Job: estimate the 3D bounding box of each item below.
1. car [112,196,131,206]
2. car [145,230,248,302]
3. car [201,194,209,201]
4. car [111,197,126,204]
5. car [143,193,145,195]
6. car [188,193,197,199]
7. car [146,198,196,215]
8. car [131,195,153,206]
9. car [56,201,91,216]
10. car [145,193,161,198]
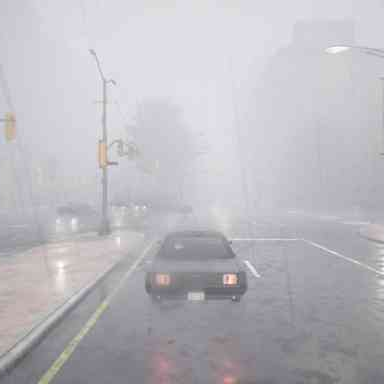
[{"bbox_3d":[-11.552,1.504,53.627,1.837,1.490,4.892,0,0,0],"label":"car"},{"bbox_3d":[0.080,1.601,8.233,1.895,1.301,4.718,0,0,0],"label":"car"},{"bbox_3d":[3.561,1.519,86.915,2.128,1.511,4.902,0,0,0],"label":"car"},{"bbox_3d":[-14.702,1.595,66.897,1.895,1.301,4.718,0,0,0],"label":"car"},{"bbox_3d":[-11.452,1.524,68.557,1.812,1.442,4.674,0,0,0],"label":"car"},{"bbox_3d":[0.061,1.218,86.531,2.150,2.045,5.566,0,0,0],"label":"car"},{"bbox_3d":[-2.212,1.601,34.583,4.718,1.301,1.895,0,0,39],"label":"car"},{"bbox_3d":[-8.051,1.564,53.708,1.994,1.385,4.181,0,0,0],"label":"car"},{"bbox_3d":[-11.578,1.601,32.698,1.895,1.301,4.718,0,0,0],"label":"car"},{"bbox_3d":[-7.951,1.542,69.047,2.033,1.411,5.357,0,0,0],"label":"car"}]
